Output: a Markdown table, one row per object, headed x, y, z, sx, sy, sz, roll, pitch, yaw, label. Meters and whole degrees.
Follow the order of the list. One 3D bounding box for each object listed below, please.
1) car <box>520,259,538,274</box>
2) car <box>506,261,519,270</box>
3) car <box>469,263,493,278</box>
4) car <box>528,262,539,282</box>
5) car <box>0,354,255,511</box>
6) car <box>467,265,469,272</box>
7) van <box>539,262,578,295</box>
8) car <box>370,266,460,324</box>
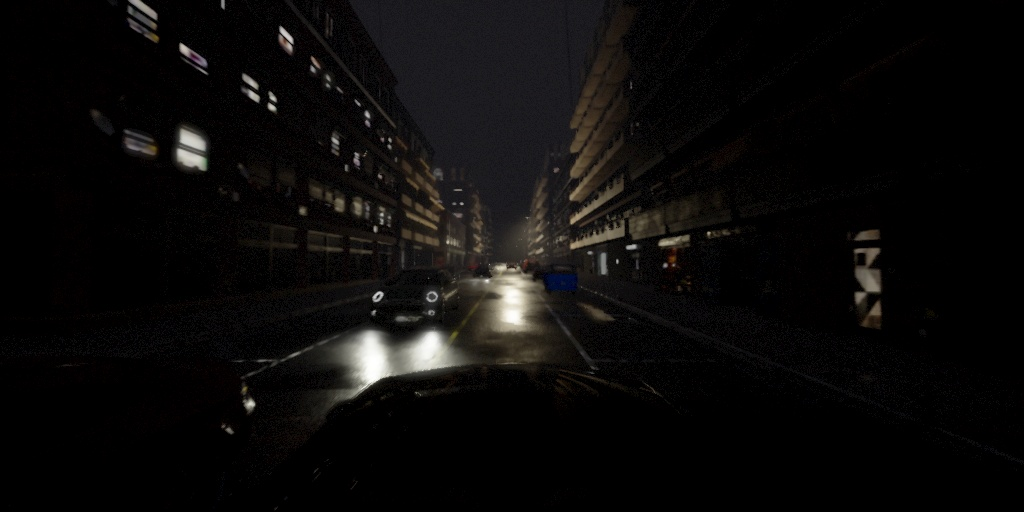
| x | y | z | sx | sy | sz | roll | pitch | yaw | label |
| --- | --- | --- | --- | --- | --- | --- | --- | --- | --- |
| 2.658 | 1.427 | 48.514 | 2.192 | 1.841 | 5.009 | 0 | 0 | 0 | car |
| -0.046 | 1.847 | 65.058 | 1.895 | 1.301 | 4.718 | 0 | 0 | 0 | car |
| -3.026 | 1.636 | 38.124 | 2.033 | 1.411 | 5.357 | 0 | 0 | 0 | car |
| 2.671 | 1.527 | 31.801 | 1.888 | 1.381 | 4.507 | 0 | 0 | 0 | car |
| -3.085 | 1.275 | 1.207 | 1.812 | 1.442 | 4.674 | 0 | -1 | 0 | car |
| -5.727 | 1.709 | 54.119 | 1.888 | 1.381 | 4.507 | 0 | 0 | 0 | car |
| 2.680 | 1.236 | 20.661 | 1.690 | 1.789 | 3.998 | 0 | 0 | 0 | van |
| -3.095 | 1.187 | 12.265 | 2.097 | 1.767 | 4.553 | 0 | 0 | 0 | car |
